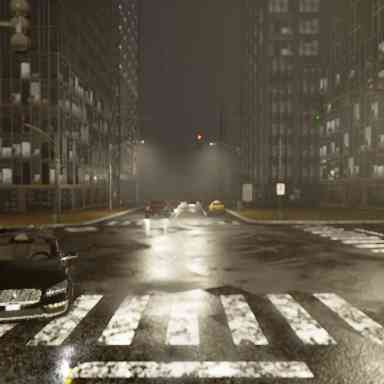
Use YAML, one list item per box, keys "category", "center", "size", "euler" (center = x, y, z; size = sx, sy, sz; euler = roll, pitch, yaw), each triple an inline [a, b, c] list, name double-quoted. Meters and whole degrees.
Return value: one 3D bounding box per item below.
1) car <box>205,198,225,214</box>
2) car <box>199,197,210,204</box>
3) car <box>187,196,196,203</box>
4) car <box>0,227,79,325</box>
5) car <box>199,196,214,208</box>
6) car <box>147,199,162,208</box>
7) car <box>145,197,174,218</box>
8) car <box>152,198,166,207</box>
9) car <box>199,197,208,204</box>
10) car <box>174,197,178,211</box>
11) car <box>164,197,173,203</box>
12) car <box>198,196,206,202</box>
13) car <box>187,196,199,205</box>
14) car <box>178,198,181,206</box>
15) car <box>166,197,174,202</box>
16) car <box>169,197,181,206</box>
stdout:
- category: "car"
  center: [2.759, 1.688, 37.407]
  size: [1.752, 1.417, 4.829]
  euler: [-1, 0, 0]
- category: "car"
  center: [2.591, 1.850, 69.997]
  size: [1.947, 1.339, 4.313]
  euler: [-1, 0, 0]
- category: "car"
  center: [-0.092, 1.606, 73.303]
  size: [1.882, 1.535, 5.008]
  euler: [0, 0, 0]
- category: "car"
  center: [-3.735, 1.580, 7.245]
  size: [1.837, 1.490, 4.892]
  euler: [4, -4, -25]
- category: "car"
  center: [2.647, 1.536, 52.489]
  size: [2.192, 1.841, 5.009]
  euler: [-1, 0, 0]
- category: "car"
  center: [-5.906, 1.789, 53.027]
  size: [1.947, 1.339, 4.313]
  euler: [-1, 0, 0]
- category: "car"
  center: [-3.153, 1.492, 31.767]
  size: [2.097, 1.767, 4.553]
  euler: [0, 0, 0]
- category: "car"
  center: [-5.743, 1.810, 58.702]
  size: [1.947, 1.339, 4.313]
  euler: [-1, 0, 0]
- category: "car"
  center: [2.584, 1.855, 75.671]
  size: [2.008, 1.369, 4.403]
  euler: [-1, 0, 0]
- category: "car"
  center: [-3.143, 1.655, 41.064]
  size: [1.882, 1.535, 5.008]
  euler: [0, 0, 0]
- category: "car"
  center: [-5.770, 1.906, 81.396]
  size: [1.802, 1.307, 4.206]
  euler: [-1, 0, 0]
- category: "car"
  center: [2.568, 1.783, 87.021]
  size: [1.967, 1.590, 4.097]
  euler: [-1, 0, 0]
- category: "car"
  center: [-0.079, 1.861, 63.328]
  size: [1.895, 1.301, 4.718]
  euler: [0, 0, 0]
- category: "car"
  center: [-3.130, 1.817, 51.074]
  size: [1.895, 1.301, 4.718]
  euler: [0, 0, 0]
- category: "car"
  center: [-5.777, 1.909, 87.070]
  size: [1.947, 1.339, 4.313]
  euler: [-1, 0, 0]
- category: "car"
  center: [-3.099, 1.732, 61.550]
  size: [1.882, 1.535, 5.008]
  euler: [0, 0, 0]
